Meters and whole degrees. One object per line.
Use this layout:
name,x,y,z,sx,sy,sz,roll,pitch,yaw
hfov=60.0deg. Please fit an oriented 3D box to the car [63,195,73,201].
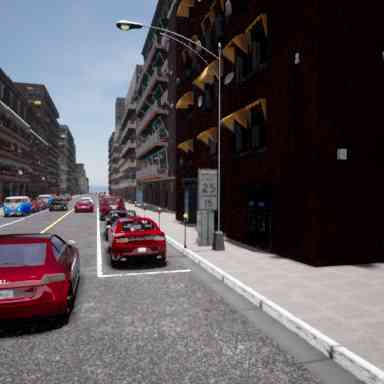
car,-31.789,1.555,85.442,1.947,1.339,4.313,-1,0,-16

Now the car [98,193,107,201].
car,-23.725,1.310,87.710,2.192,1.841,5.009,-1,0,-16

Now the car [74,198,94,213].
car,-12.074,1.553,37.327,1.994,1.385,4.181,0,0,-15

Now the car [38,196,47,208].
car,-19.328,1.566,41.877,1.802,1.307,4.206,-1,0,-16

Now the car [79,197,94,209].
car,-14.885,1.514,46.986,1.812,1.442,4.674,0,0,-16

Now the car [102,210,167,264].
car,-2.061,1.542,11.789,1.887,1.381,4.507,-1,0,-16

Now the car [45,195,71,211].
car,-16.050,1.492,40.118,1.837,1.490,4.892,0,0,-16

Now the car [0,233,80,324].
car,-3.507,1.561,7.091,1.994,1.385,4.181,0,0,-16

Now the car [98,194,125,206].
car,-6.632,1.308,27.798,2.192,1.841,5.009,-1,0,-16

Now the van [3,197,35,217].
van,-16.220,1.327,30.985,1.690,1.788,3.998,-1,0,-16

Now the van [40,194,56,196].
van,-20.897,1.325,47.321,1.690,1.788,3.998,-1,0,-16

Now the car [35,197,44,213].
car,-17.772,1.567,36.432,1.802,1.307,4.206,-1,0,-16

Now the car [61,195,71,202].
car,-30.236,1.428,79.995,1.967,1.590,4.097,-1,0,-16

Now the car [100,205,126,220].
car,-3.521,1.562,16.907,1.947,1.339,4.313,-1,0,-16

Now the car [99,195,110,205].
car,-15.953,1.431,60.479,1.967,1.590,4.097,-1,0,-16
